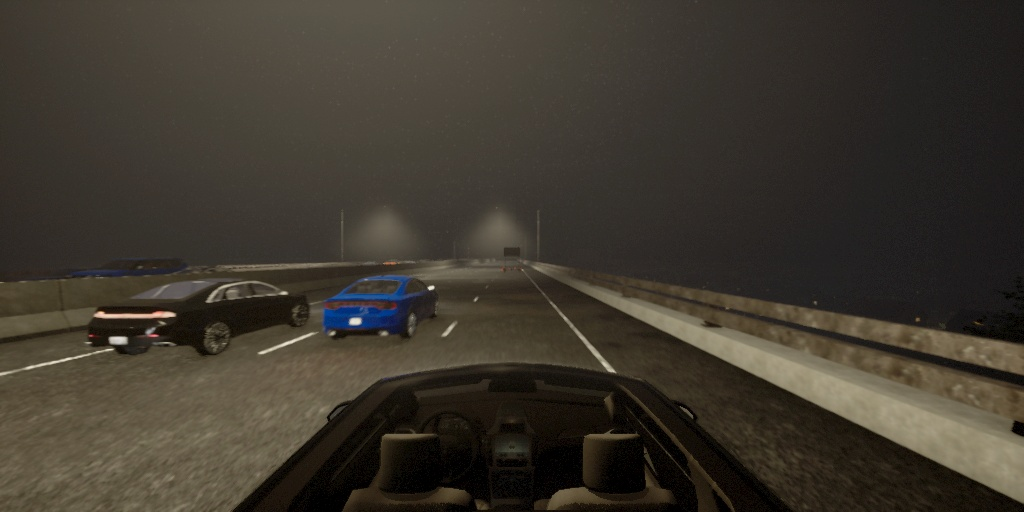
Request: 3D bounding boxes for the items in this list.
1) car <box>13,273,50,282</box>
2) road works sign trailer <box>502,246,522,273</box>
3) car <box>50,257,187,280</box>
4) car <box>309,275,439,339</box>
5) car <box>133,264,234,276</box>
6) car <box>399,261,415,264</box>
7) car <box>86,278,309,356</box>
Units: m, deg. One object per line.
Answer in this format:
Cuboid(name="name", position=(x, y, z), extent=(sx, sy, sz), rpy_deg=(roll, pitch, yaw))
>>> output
Cuboid(name="car", position=(-24.577, 1.395, 20.115), extent=(1.812, 1.442, 4.674), rpy_deg=(0, 0, 0))
Cuboid(name="road works sign trailer", position=(0.024, 0.492, 47.949), extent=(2.380, 3.560, 2.880), rpy_deg=(0, 0, 0))
Cuboid(name="car", position=(-21.079, 1.089, 20.084), extent=(2.150, 2.045, 5.566), rpy_deg=(0, 0, 0))
Cuboid(name="car", position=(-3.394, 1.283, 10.260), extent=(1.882, 1.535, 5.008), rpy_deg=(0, 0, 0))
Cuboid(name="car", position=(-17.577, 1.360, 20.220), extent=(2.128, 1.511, 4.902), rpy_deg=(0, 0, 0))
Cuboid(name="car", position=(-17.476, 1.655, 62.561), extent=(2.033, 1.411, 5.357), rpy_deg=(0, 0, 0))
Cuboid(name="car", position=(-6.895, 1.287, 8.709), extent=(2.128, 1.511, 4.902), rpy_deg=(0, 0, 0))
